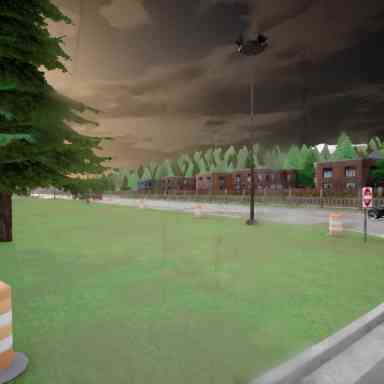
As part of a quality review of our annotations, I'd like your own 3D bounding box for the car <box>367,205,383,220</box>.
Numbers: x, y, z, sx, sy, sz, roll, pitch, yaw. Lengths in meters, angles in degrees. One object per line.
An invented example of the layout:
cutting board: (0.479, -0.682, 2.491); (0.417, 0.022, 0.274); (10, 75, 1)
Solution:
car: (16.094, 1.351, 25.853); (2.097, 1.767, 4.553); (0, 0, -30)
